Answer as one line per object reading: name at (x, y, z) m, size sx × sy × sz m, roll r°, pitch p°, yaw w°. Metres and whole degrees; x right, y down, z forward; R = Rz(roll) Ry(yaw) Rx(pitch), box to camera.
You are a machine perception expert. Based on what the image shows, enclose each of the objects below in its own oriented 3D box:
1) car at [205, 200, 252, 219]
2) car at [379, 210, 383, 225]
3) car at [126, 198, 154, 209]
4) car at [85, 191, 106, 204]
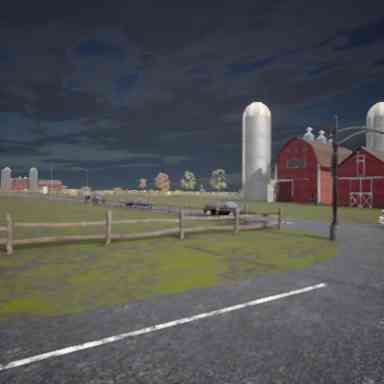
car at (3.191, 1.537, 29.721) m, size 1.882 × 1.535 × 5.008 m, roll 0°, pitch 0°, yaw -36°
car at (15.132, 1.487, 21.163) m, size 5.566 × 2.045 × 2.150 m, roll 1°, pitch 2°, yaw 26°
car at (-6.846, 1.498, 43.644) m, size 1.895 × 1.301 × 4.718 m, roll 0°, pitch 0°, yaw -36°
car at (-16.778, 0.866, 57.583) m, size 2.150 × 2.045 × 5.566 m, roll 0°, pitch 0°, yaw -36°
